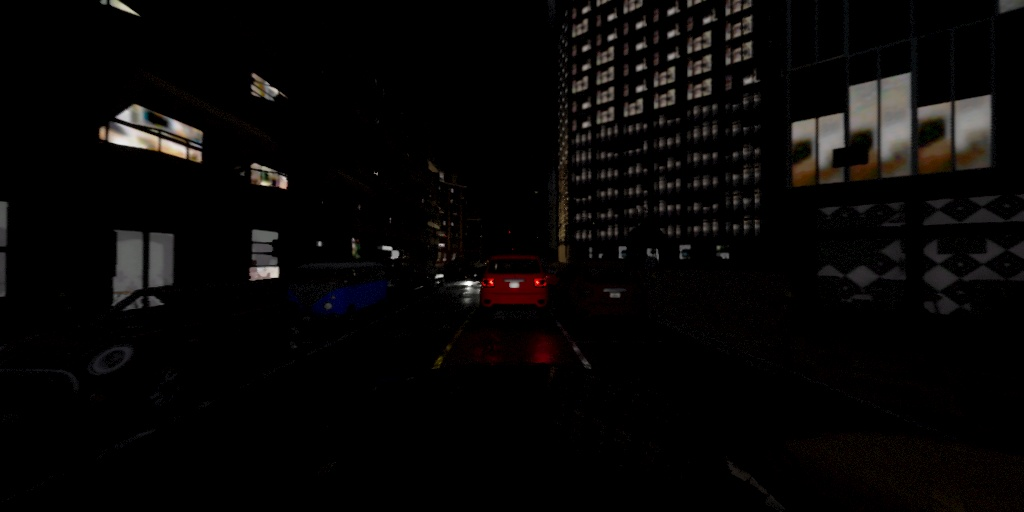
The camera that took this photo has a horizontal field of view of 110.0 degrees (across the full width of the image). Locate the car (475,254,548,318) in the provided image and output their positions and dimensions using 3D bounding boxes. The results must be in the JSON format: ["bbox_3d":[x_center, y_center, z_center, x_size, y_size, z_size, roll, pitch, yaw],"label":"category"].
[{"bbox_3d":[0.081,0.963,13.199,2.150,2.045,5.566,0,0,0],"label":"car"}]

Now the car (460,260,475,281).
[{"bbox_3d":[-2.843,1.305,29.749,1.994,1.385,4.181,0,0,0],"label":"car"}]

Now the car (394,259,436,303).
[{"bbox_3d":[-5.318,1.057,16.852,2.192,1.841,5.009,0,0,0],"label":"car"}]

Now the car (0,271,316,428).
[{"bbox_3d":[-5.316,1.187,5.780,1.967,1.591,4.097,0,0,0],"label":"car"}]

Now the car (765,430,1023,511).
[{"bbox_3d":[2.566,1.277,0.424,1.751,1.417,4.829,0,0,0],"label":"car"}]

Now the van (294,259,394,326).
[{"bbox_3d":[-5.317,1.085,11.316,1.690,1.789,3.998,0,0,0],"label":"van"}]

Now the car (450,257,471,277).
[{"bbox_3d":[-5.321,1.182,33.460,1.967,1.591,4.097,0,0,0],"label":"car"}]

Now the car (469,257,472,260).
[{"bbox_3d":[-5.322,1.059,38.996,2.192,1.841,5.009,0,0,0],"label":"car"}]

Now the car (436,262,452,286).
[{"bbox_3d":[-5.319,1.291,22.389,2.007,1.370,4.403,0,0,0],"label":"car"}]

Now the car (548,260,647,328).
[{"bbox_3d":[2.563,1.059,11.326,2.192,1.841,5.009,0,0,0],"label":"car"}]
